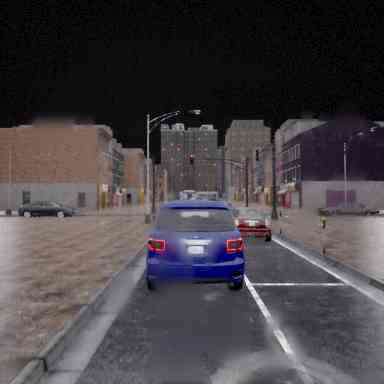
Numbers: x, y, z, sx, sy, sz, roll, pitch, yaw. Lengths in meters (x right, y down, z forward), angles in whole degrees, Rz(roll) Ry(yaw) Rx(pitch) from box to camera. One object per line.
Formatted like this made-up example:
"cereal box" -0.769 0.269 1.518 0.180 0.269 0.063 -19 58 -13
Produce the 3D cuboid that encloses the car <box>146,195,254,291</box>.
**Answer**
"car" 0.055 1.231 9.194 2.150 2.045 5.566 0 0 -1

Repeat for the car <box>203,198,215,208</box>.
"car" 2.745 1.722 54.594 1.752 1.417 4.829 1 0 0

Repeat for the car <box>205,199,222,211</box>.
"car" 2.726 1.688 43.550 1.947 1.339 4.313 1 0 0

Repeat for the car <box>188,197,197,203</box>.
"car" 0.138 2.002 84.222 2.128 1.511 4.902 0 -1 0

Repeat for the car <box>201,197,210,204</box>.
"car" 2.771 1.865 70.906 1.752 1.417 4.829 1 -1 0

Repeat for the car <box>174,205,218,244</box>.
"car" 0.123 1.501 16.991 1.882 1.535 5.008 0 0 -1

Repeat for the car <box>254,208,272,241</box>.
"car" 2.687 1.464 16.804 1.967 1.590 4.097 2 0 0

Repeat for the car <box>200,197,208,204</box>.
"car" 2.779 1.919 76.344 1.752 1.417 4.829 1 -1 0

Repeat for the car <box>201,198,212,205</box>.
"car" 2.760 1.853 65.299 1.947 1.339 4.313 1 -1 0

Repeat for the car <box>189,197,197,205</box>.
"car" 0.203 1.857 70.074 1.812 1.442 4.674 0 -1 0

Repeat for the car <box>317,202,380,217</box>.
"car" 14.765 1.624 31.578 5.357 1.411 2.033 0 -2 3

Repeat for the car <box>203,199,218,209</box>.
"car" 2.734 1.722 48.987 1.947 1.339 4.313 1 0 0

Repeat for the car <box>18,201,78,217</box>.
"car" -12.475 1.537 28.887 4.892 1.490 1.837 0 -2 2

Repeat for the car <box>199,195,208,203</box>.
"car" 2.792 1.764 81.615 2.192 1.841 5.009 1 -1 0
